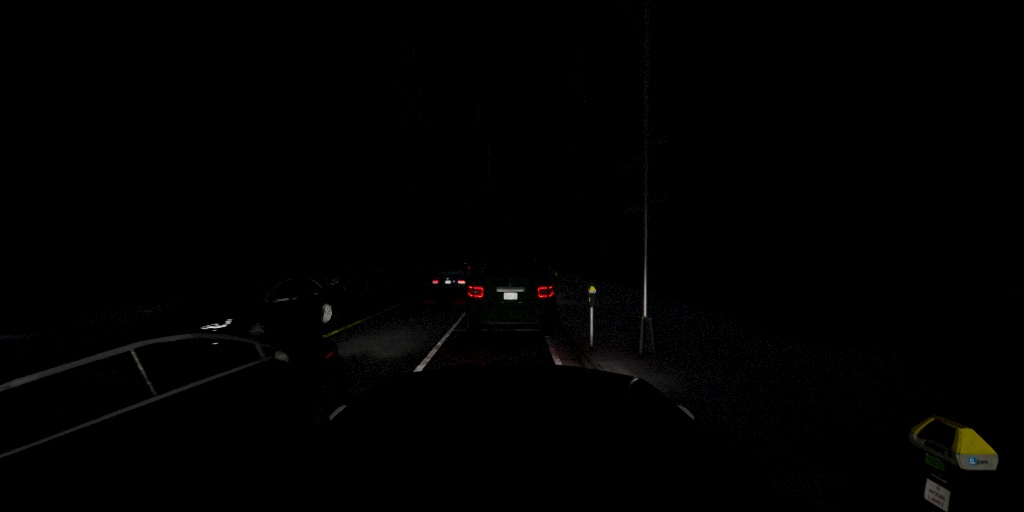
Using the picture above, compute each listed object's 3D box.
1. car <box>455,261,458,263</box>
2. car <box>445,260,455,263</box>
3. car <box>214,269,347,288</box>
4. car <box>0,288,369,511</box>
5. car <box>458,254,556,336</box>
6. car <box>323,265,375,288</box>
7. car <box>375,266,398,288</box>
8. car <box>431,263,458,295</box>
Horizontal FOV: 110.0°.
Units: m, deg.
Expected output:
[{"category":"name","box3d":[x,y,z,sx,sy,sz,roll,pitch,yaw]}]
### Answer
[{"category":"car","box3d":[-6.092,0.864,49.416,2.128,1.511,4.902,0,0,0]},{"category":"car","box3d":[-8.758,1.267,51.552,1.888,1.381,4.507,0,0,0]},{"category":"car","box3d":[-6.235,1.253,8.932,1.837,1.490,4.892,0,0,0]},{"category":"car","box3d":[-3.042,1.242,2.602,2.128,1.511,4.902,0,0,0]},{"category":"car","box3d":[-0.028,0.969,10.528,2.150,2.045,5.566,0,0,0]},{"category":"car","box3d":[-8.795,1.185,18.037,1.967,1.591,4.097,0,0,0]},{"category":"car","box3d":[-8.789,1.325,23.624,1.802,1.307,4.207,0,0,0]},{"category":"car","box3d":[-3.024,1.293,19.482,2.033,1.411,5.357,0,0,0]}]
